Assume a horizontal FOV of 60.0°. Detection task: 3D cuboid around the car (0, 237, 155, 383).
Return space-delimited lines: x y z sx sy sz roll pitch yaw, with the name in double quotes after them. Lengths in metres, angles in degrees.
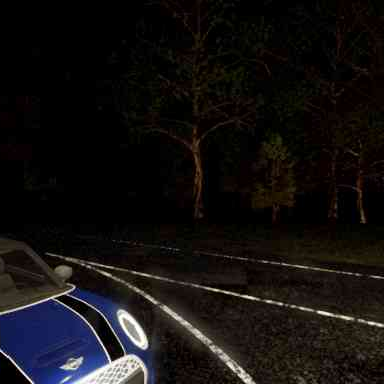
-2.570 1.338 3.717 4.553 1.767 2.097 1 0 36 "car"
